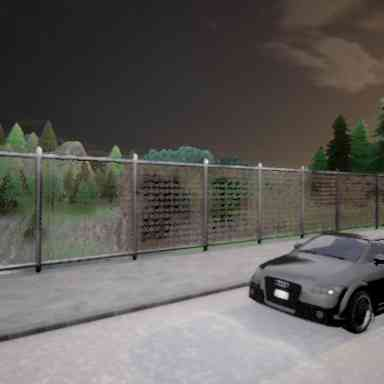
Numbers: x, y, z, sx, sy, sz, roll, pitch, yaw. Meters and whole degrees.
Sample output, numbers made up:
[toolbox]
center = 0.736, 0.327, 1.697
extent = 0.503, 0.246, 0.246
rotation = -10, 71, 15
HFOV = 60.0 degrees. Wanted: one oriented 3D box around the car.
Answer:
[car]
center = 3.153, 1.553, 6.788
extent = 4.181, 1.385, 1.994
rotation = 0, 0, -35
